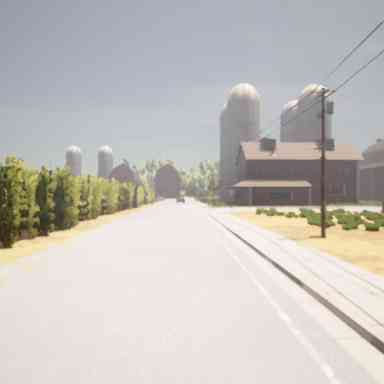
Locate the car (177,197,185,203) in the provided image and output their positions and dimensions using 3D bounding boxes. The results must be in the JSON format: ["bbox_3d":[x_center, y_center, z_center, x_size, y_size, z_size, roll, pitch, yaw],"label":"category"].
[{"bbox_3d":[-2.559,1.844,76.798,1.994,1.385,4.181,0,0,-2],"label":"car"}]
